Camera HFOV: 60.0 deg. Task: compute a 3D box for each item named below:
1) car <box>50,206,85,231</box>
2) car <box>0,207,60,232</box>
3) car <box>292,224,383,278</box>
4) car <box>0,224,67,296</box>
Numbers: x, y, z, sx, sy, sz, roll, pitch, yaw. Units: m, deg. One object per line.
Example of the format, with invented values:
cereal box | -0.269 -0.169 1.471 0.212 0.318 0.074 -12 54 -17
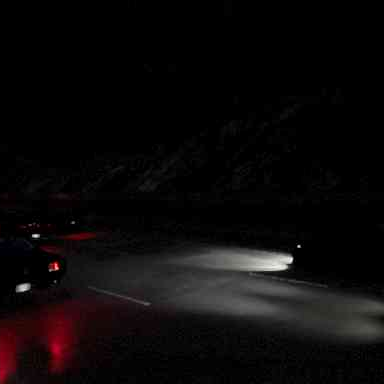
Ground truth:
car | -8.553 1.616 20.635 5.008 1.535 1.882 -1 0 44
car | -8.359 1.617 15.642 4.892 1.490 1.837 0 0 42
car | 4.976 1.590 9.156 4.181 1.385 1.994 0 0 36
car | -5.131 1.662 8.153 4.718 1.301 1.895 0 0 39
